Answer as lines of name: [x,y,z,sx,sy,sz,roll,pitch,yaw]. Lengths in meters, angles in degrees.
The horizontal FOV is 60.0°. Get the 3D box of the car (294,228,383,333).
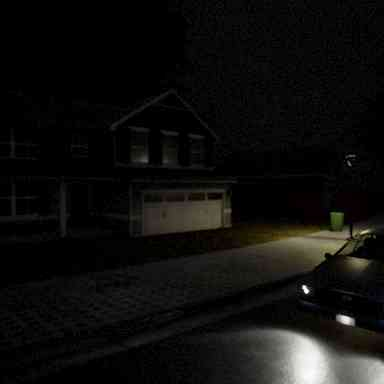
car: [4.152,1.497,6.823,2.033,1.411,5.357,0,0,45]
